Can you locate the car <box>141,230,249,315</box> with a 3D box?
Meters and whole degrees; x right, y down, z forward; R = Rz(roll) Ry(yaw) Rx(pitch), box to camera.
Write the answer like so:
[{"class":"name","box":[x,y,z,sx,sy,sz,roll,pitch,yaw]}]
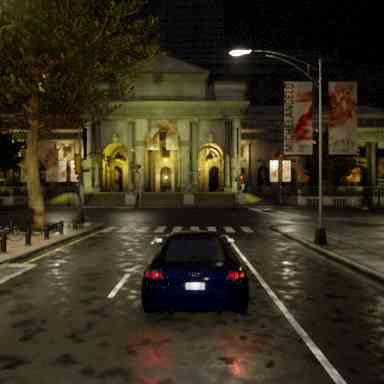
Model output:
[{"class":"car","box":[0.070,1.562,7.639,1.994,1.385,4.181,0,0,0]}]
